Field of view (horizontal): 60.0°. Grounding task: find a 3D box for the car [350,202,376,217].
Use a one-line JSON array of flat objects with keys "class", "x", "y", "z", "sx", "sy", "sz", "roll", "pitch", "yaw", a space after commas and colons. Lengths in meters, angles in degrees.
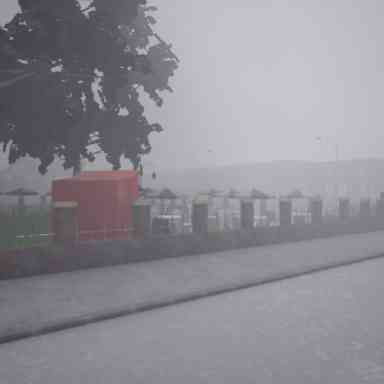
[{"class": "car", "x": 14.097, "y": 1.549, "z": 25.790, "sx": 1.882, "sy": 1.535, "sz": 5.008, "roll": 0, "pitch": 0, "yaw": -33}]
